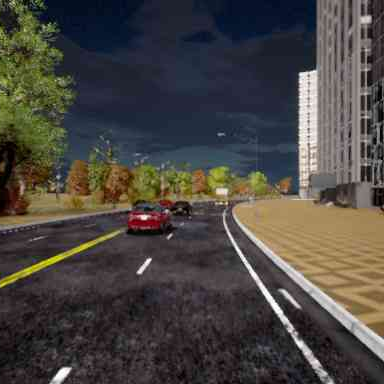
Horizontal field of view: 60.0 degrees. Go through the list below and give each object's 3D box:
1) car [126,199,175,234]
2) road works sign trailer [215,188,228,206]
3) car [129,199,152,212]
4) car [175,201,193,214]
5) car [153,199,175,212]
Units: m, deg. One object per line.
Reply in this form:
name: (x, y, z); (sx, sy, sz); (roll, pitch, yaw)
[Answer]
car: (-2.543, 1.491, 20.582); (2.097, 1.767, 4.553); (0, -1, 3)
road works sign trailer: (5.877, 0.961, 65.247); (2.380, 3.560, 2.880); (0, 0, 11)
car: (-6.959, 1.810, 45.838); (1.837, 1.490, 4.892); (0, 0, 7)
car: (-1.050, 1.755, 38.859); (1.882, 1.535, 5.008); (0, 0, 6)
car: (-3.756, 1.792, 45.293); (1.882, 1.535, 5.008); (0, 0, 7)
